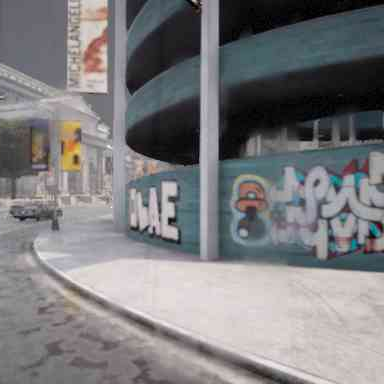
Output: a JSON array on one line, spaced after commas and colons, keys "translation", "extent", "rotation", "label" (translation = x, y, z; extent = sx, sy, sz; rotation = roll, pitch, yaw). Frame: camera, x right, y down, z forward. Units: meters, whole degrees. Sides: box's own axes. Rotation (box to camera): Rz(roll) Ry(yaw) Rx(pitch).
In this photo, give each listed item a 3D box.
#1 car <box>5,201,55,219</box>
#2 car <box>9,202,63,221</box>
[{"translation": [-16.349, 1.765, 33.862], "extent": [2.128, 1.511, 4.902], "rotation": [0, -1, 10], "label": "car"}, {"translation": [-13.574, 1.791, 29.676], "extent": [2.033, 1.411, 5.357], "rotation": [0, -1, 5], "label": "car"}]
